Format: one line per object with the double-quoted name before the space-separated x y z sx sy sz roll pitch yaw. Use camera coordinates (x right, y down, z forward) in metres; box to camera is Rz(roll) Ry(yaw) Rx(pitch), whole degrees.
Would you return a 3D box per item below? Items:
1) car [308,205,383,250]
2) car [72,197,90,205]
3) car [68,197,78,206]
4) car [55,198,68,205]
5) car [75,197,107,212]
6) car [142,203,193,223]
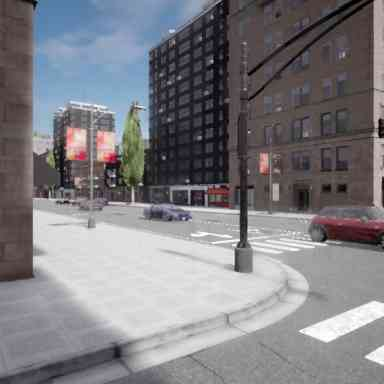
"car" 7.313 1.372 14.006 2.097 1.767 4.553 0 0 -36
"car" -22.135 1.749 66.259 2.128 1.511 4.902 0 0 -36
"car" -18.945 1.743 56.290 1.812 1.442 4.674 0 0 -36
"car" -25.310 1.857 65.105 1.895 1.301 4.718 0 0 -36
"car" -12.693 1.718 41.764 1.994 1.385 4.181 0 0 -36
"car" -2.143 1.632 27.108 2.033 1.411 5.357 0 0 -36
